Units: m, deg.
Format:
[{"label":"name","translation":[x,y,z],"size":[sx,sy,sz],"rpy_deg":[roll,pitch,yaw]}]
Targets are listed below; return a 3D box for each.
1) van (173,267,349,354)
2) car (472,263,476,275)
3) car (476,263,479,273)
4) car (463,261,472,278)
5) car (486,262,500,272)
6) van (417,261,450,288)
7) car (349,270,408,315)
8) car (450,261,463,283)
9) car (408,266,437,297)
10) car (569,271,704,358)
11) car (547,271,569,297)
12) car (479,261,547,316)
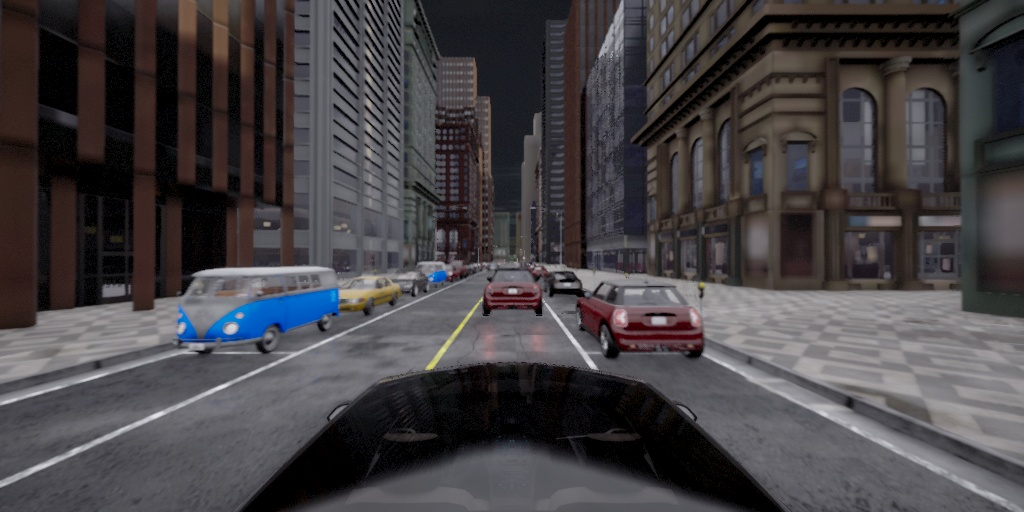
[{"label":"van","translation":[-5.764,1.154,8.648],"size":[1.690,1.789,3.998],"rpy_deg":[0,0,0]},{"label":"car","translation":[-5.768,1.697,42.466],"size":[1.948,1.339,4.313],"rpy_deg":[0,0,0]},{"label":"car","translation":[-5.769,1.751,48.102],"size":[1.948,1.339,4.313],"rpy_deg":[0,0,0]},{"label":"car","translation":[-5.767,1.393,36.830],"size":[2.192,1.841,5.009],"rpy_deg":[0,0,0]},{"label":"car","translation":[-3.069,1.780,58.657],"size":[2.128,1.511,4.902],"rpy_deg":[0,-1,0]},{"label":"van","translation":[-5.766,1.312,25.557],"size":[1.690,1.789,3.998],"rpy_deg":[0,0,0]},{"label":"car","translation":[-5.764,1.390,14.115],"size":[1.751,1.417,4.829],"rpy_deg":[0,0,0]},{"label":"car","translation":[-5.767,1.464,31.193],"size":[1.967,1.591,4.097],"rpy_deg":[0,0,0]},{"label":"car","translation":[-5.765,1.468,19.920],"size":[2.007,1.370,4.403],"rpy_deg":[0,0,0]},{"label":"car","translation":[2.761,1.253,8.656],"size":[1.967,1.591,4.097],"rpy_deg":[0,0,0]},{"label":"car","translation":[2.760,1.483,19.928],"size":[1.948,1.339,4.313],"rpy_deg":[0,0,0]},{"label":"car","translation":[0.045,1.215,14.161],"size":[2.097,1.767,4.553],"rpy_deg":[0,-1,1]}]
